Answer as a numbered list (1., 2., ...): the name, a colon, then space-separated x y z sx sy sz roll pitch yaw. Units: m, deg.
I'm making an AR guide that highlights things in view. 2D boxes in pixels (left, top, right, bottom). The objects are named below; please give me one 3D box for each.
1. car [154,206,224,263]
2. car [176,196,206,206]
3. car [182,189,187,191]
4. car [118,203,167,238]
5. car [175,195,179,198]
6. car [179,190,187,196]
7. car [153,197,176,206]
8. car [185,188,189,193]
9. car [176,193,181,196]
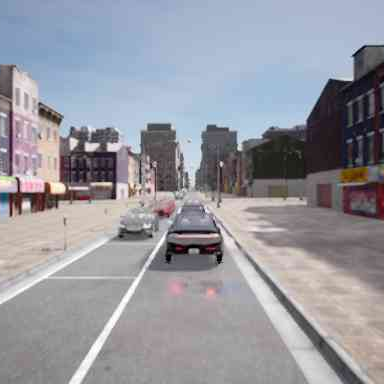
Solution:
1. car: 0.075 1.459 11.870 2.128 1.511 4.902 0 0 0
2. car: 0.079 1.351 26.777 2.128 1.511 4.902 0 1 0
3. car: -2.598 0.718 71.901 1.752 1.417 4.829 1 1 0
4. car: -2.625 1.489 17.184 2.008 1.369 4.403 1 0 0
5. car: -2.615 1.327 33.791 1.887 1.381 4.507 1 1 0
6. car: -2.600 0.834 66.423 2.008 1.369 4.403 1 1 0
7. car: -2.618 1.390 28.256 1.887 1.381 4.507 1 1 0
8. car: -2.592 0.444 89.015 1.887 1.381 4.507 1 1 0
9. car: -2.612 1.237 39.155 1.752 1.417 4.829 1 1 0
